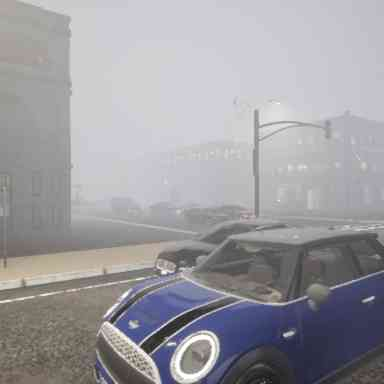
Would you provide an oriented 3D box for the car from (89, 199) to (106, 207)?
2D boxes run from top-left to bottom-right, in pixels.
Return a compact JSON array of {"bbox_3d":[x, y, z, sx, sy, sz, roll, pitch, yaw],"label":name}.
[{"bbox_3d":[-19.404,2.227,68.111,1.887,1.381,4.507,-1,0,-36],"label":"car"}]

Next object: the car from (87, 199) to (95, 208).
[{"bbox_3d":[-19.219,2.159,63.412,2.128,1.511,4.902,-1,0,-36],"label":"car"}]

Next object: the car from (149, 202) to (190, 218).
[{"bbox_3d":[-2.707,1.830,34.764,2.128,1.511,4.902,-1,0,-36],"label":"car"}]

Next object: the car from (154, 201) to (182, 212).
[{"bbox_3d":[-3.325,1.966,45.584,1.802,1.307,4.206,-2,0,-36],"label":"car"}]

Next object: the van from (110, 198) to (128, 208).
[{"bbox_3d":[-12.978,1.907,59.100,1.690,1.788,3.998,-1,0,-36],"label":"van"}]

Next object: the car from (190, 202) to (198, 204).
[{"bbox_3d":[-0.111,1.903,41.079,1.802,1.307,4.206,-2,0,-36],"label":"car"}]

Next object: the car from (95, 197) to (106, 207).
[{"bbox_3d":[-16.194,1.939,63.605,2.192,1.841,5.009,-1,0,-36],"label":"car"}]

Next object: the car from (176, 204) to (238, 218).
[{"bbox_3d":[1.031,1.814,24.843,1.947,1.339,4.313,-2,0,-36],"label":"car"}]

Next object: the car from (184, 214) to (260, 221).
[{"bbox_3d":[1.364,1.503,8.661,4.892,1.490,1.837,0,0,-36],"label":"car"}]

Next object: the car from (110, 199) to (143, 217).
[{"bbox_3d":[-6.934,1.846,36.209,1.967,1.590,4.097,-1,0,-36],"label":"car"}]

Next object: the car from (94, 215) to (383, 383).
[{"bbox_3d":[1.090,1.351,4.469,4.553,1.767,2.097,0,0,-36],"label":"car"}]

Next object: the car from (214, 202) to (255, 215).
[{"bbox_3d":[3.338,1.745,26.303,1.812,1.442,4.674,-1,0,-35],"label":"car"}]

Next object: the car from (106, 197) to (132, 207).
[{"bbox_3d":[-8.748,1.677,43.259,2.150,2.045,5.566,-1,0,-35],"label":"car"}]
